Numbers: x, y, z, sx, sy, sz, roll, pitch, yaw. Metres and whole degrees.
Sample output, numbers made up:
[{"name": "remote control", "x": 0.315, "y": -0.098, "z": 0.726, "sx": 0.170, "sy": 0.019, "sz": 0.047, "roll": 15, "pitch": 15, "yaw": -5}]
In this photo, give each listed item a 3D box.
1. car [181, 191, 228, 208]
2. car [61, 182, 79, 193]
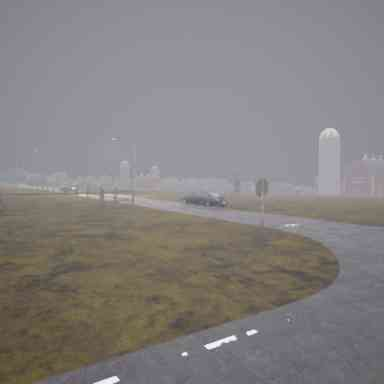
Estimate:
[{"name": "car", "x": 1.014, "y": 0.614, "z": 28.885, "sx": 1.812, "sy": 1.442, "sz": 4.674, "roll": 2, "pitch": 1, "yaw": -43}, {"name": "car", "x": -18.512, "y": -0.726, "z": 50.061, "sx": 2.128, "sy": 1.511, "sz": 4.902, "roll": 1, "pitch": 2, "yaw": -36}]
